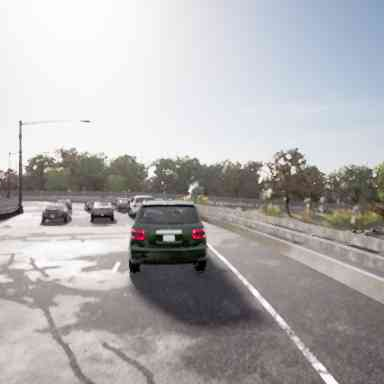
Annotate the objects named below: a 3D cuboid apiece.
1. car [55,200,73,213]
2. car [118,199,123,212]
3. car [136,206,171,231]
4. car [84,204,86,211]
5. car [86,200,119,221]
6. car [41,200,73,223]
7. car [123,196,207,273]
[{"bbox_3d":[-15.680,1.700,40.652,1.837,1.490,4.892,0,-1,-23],"label":"car"},{"bbox_3d":[-8.751,1.687,42.214,2.128,1.511,4.902,0,0,-22],"label":"car"},{"bbox_3d":[-2.716,1.703,22.498,1.895,1.301,4.718,0,0,-12],"label":"car"},{"bbox_3d":[-12.623,1.801,42.392,1.895,1.301,4.718,0,0,-23],"label":"car"},{"bbox_3d":[-7.684,1.626,28.557,2.128,1.511,4.902,0,0,-15],"label":"car"},{"bbox_3d":[-10.920,1.657,27.027,1.812,1.442,4.674,0,0,-13],"label":"car"},{"bbox_3d":[-0.851,1.270,11.016,2.150,2.045,5.566,0,0,-6],"label":"car"}]
